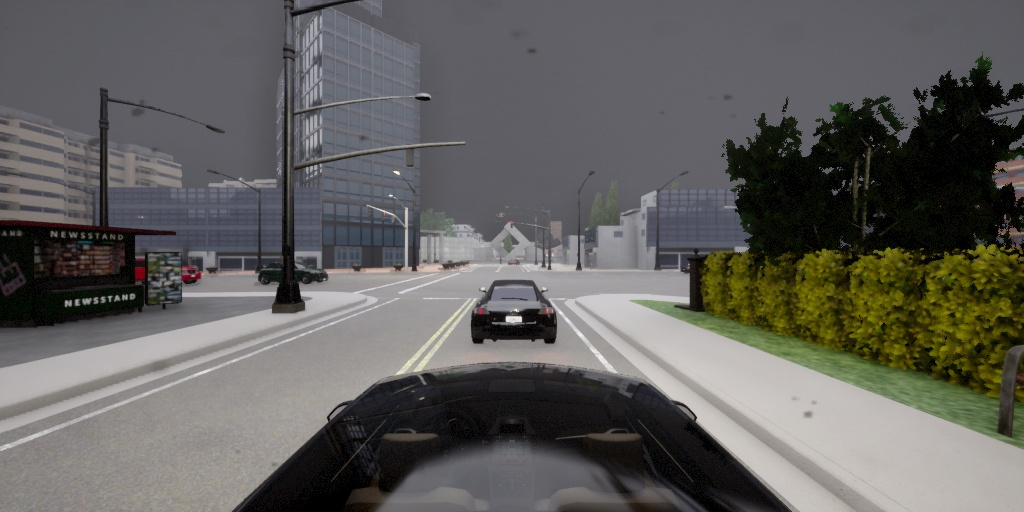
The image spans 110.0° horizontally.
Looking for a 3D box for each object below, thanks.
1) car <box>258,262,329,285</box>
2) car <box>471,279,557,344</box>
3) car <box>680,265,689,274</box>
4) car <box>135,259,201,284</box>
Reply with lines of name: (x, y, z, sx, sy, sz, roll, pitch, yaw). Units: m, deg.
car: (-16.494, 1.210, 27.224, 4.553, 1.767, 2.097, -1, 0, -1)
car: (0.045, 1.314, 9.637, 1.994, 1.385, 4.181, 0, 0, 0)
car: (20.347, 1.266, 38.369, 4.181, 1.385, 1.994, 0, 0, -2)
car: (-26.878, 1.203, 27.099, 5.566, 2.045, 2.150, -1, 0, 0)
